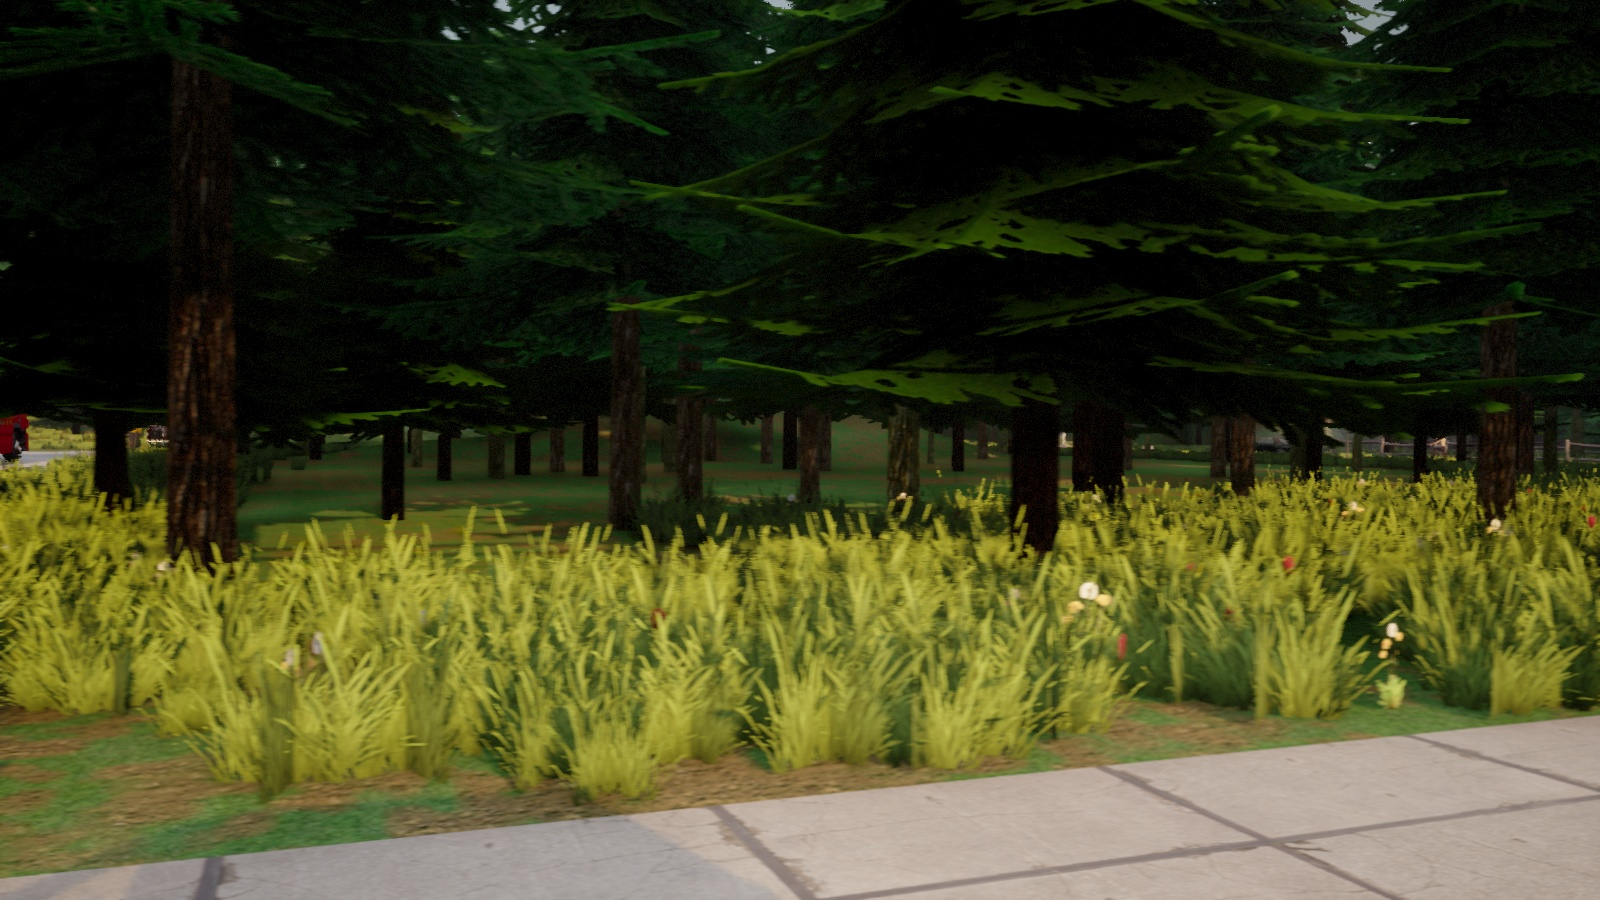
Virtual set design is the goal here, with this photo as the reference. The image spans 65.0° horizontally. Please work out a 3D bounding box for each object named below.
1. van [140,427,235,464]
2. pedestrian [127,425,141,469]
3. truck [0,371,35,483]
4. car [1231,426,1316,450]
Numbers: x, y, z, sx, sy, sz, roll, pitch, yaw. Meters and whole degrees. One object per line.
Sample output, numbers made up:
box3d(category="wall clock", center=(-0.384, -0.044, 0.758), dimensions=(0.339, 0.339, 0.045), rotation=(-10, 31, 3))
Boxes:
box3d(category="van", center=(-34.595, -0.274, 71.067), dimensions=(2.069, 2.038, 4.480), rotation=(0, 1, 24))
box3d(category="pedestrian", center=(-28.051, -0.113, 52.873), dimensions=(0.370, 1.835, 0.726), rotation=(-1, 1, -19))
box3d(category="truck", center=(-28.910, -0.763, 43.036), dimensions=(2.891, 3.827, 8.468), rotation=(-1, 1, -20))
box3d(category="car", center=(27.683, -0.712, 73.597), dimensions=(1.895, 1.301, 4.718), rotation=(-1, 1, -25))
